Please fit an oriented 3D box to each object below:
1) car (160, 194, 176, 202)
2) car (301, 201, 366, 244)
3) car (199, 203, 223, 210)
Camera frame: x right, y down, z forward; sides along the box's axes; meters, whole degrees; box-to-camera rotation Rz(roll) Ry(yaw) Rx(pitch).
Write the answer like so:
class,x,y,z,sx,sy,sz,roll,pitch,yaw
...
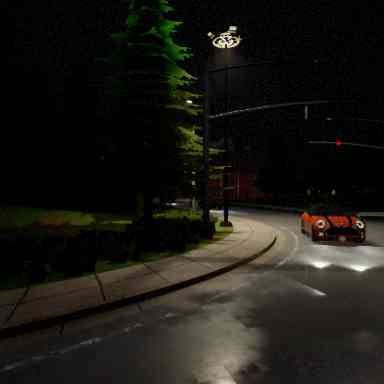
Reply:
class,x,y,z,sx,sy,sz,roll,pitch,yaw
car,-4.941,1.225,67.299,2.150,2.045,5.566,0,0,-17
car,6.629,1.356,15.995,2.097,1.767,4.553,0,0,10
car,2.448,1.601,42.460,1.895,1.301,4.718,0,0,-16
